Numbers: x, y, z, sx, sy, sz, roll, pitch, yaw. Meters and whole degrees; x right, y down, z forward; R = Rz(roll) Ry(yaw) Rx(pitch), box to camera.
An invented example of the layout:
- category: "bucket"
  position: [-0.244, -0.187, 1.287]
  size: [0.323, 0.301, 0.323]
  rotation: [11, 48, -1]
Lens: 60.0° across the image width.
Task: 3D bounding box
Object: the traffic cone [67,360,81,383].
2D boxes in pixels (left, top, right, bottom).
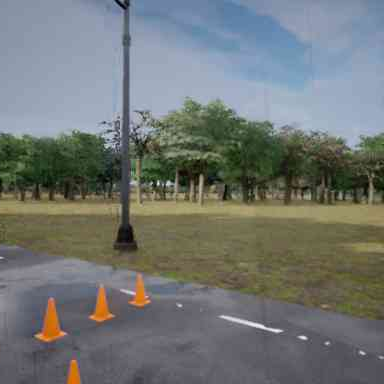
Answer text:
- category: "traffic cone"
  position: [-1.183, 1.980, 3.319]
  size: [0.340, 0.580, 0.340]
  rotation: [0, -1, 35]

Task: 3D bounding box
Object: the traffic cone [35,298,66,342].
- category: "traffic cone"
  position: [-2.241, 1.991, 5.289]
  size: [0.340, 0.580, 0.340]
  rotation: [0, -1, 35]

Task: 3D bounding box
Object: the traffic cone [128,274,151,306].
- category: "traffic cone"
  position: [-1.087, 2.010, 6.923]
  size: [0.340, 0.580, 0.340]
  rotation: [0, -1, 35]

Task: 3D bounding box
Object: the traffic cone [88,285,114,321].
- category: "traffic cone"
  position: [-1.664, 2.001, 6.106]
  size: [0.340, 0.580, 0.340]
  rotation: [0, -1, 35]
